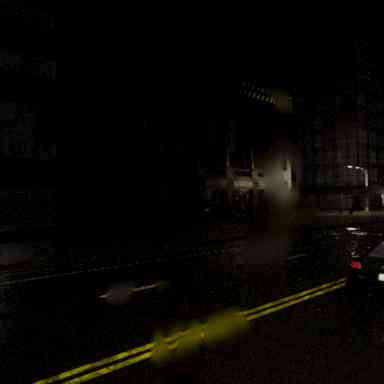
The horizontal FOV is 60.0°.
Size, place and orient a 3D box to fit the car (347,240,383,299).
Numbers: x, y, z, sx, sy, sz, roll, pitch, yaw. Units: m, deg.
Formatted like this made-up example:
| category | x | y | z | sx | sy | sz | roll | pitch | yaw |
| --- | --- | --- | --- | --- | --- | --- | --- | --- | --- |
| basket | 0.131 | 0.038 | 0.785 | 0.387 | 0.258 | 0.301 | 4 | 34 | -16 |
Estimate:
| category | x | y | z | sx | sy | sz | roll | pitch | yaw |
| --- | --- | --- | --- | --- | --- | --- | --- | --- | --- |
| car | 5.518 | 1.740 | 8.055 | 4.181 | 1.385 | 1.994 | 1 | -2 | -40 |
